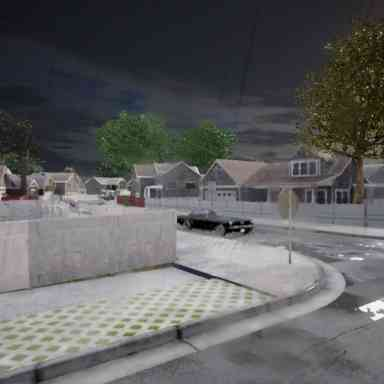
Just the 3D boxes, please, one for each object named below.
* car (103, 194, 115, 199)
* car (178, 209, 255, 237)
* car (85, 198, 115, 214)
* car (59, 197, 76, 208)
[{"bbox_3d":[-22.315,1.422,89.510,2.097,1.767,4.553,0,0,7],"label":"car"},{"bbox_3d":[1.222,1.597,18.218,1.895,1.301,4.718,0,0,-36],"label":"car"},{"bbox_3d":[-9.159,1.590,32.872,1.895,1.301,4.718,0,0,-34],"label":"car"},{"bbox_3d":[-17.892,1.459,47.618,1.994,1.385,4.181,0,0,-25],"label":"car"}]
